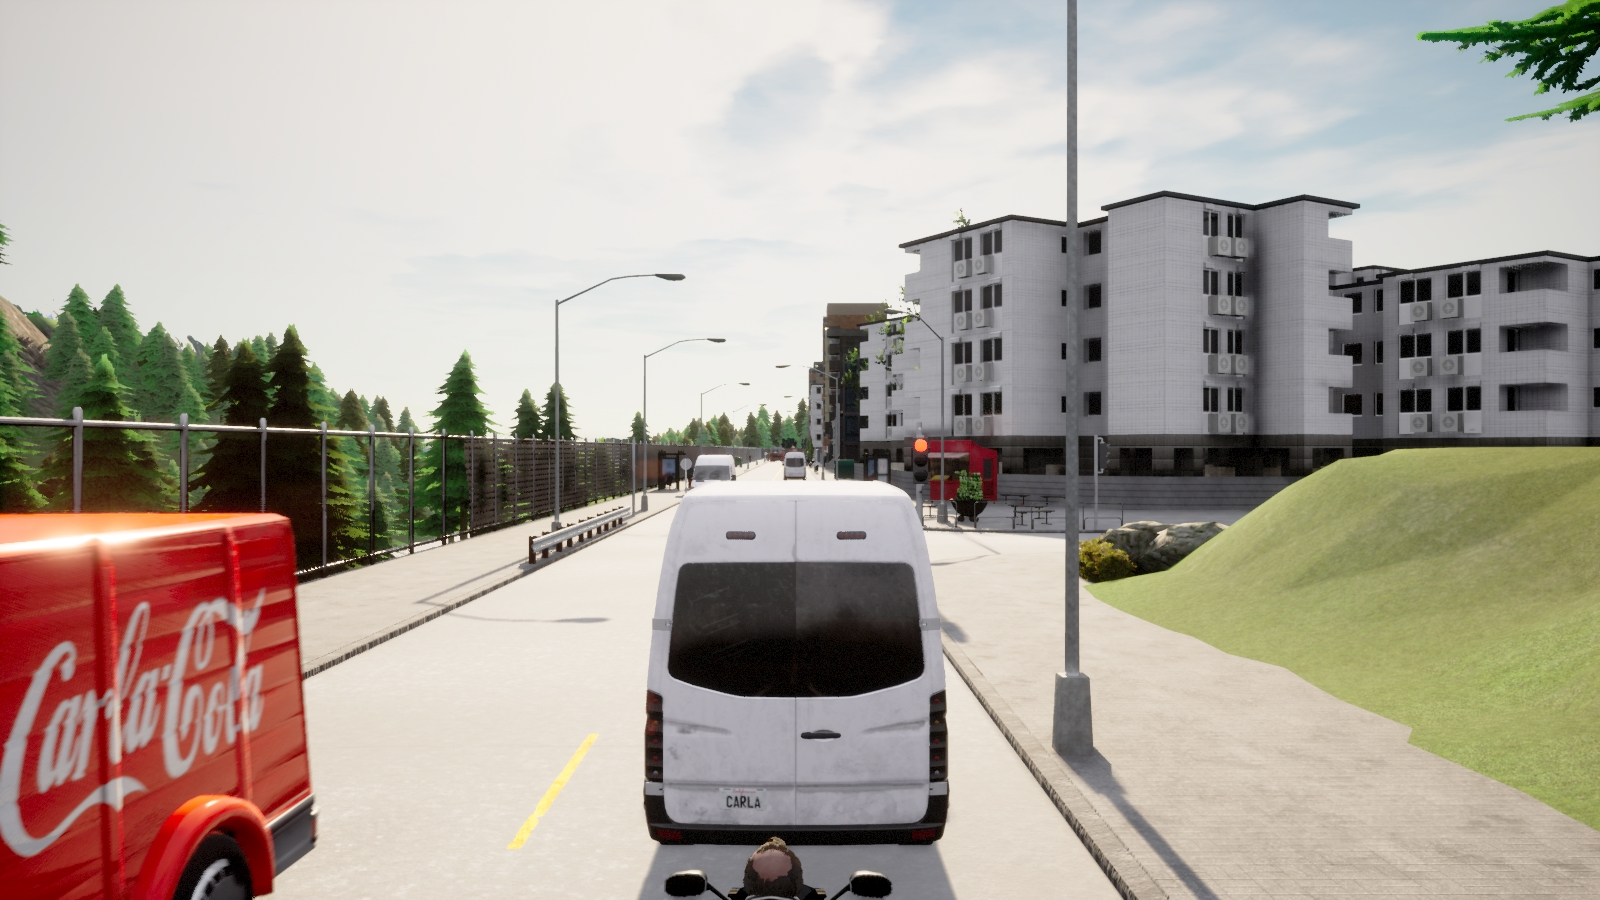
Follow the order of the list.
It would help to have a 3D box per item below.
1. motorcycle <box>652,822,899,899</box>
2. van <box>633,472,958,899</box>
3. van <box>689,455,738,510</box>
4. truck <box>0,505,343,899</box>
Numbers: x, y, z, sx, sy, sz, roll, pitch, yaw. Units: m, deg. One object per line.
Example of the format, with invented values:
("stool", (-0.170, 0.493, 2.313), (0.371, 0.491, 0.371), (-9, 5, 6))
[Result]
("motorcycle", (-0.090, 2.205, 3.746), (0.867, 1.251, 2.209), (0, 0, 1))
("van", (-0.034, 1.534, 9.946), (1.988, 2.561, 5.915), (0, 0, 0))
("van", (-4.246, 1.534, 56.676), (1.988, 2.561, 5.915), (0, 0, 0))
("truck", (-4.030, 1.568, 4.295), (2.627, 2.467, 5.204), (0, 0, -1))
